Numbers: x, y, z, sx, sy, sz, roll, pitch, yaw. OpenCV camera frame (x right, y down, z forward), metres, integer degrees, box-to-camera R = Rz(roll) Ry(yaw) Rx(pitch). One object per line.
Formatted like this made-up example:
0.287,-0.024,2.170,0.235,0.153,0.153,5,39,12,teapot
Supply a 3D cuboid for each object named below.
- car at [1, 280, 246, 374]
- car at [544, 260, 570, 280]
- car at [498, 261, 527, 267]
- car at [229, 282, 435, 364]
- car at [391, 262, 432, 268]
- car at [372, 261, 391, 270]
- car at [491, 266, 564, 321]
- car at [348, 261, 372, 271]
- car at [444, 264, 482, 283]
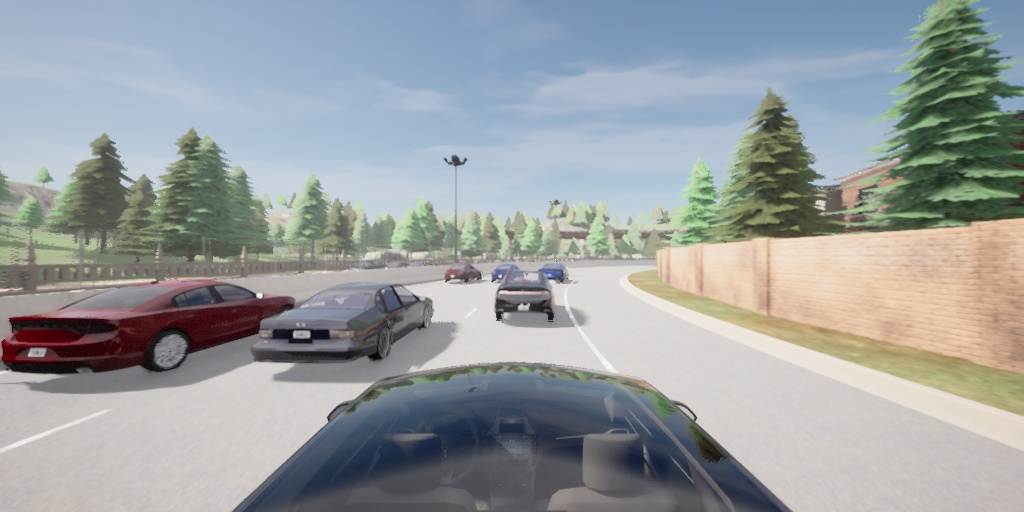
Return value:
-6.785,1.242,7.662,1.882,1.535,5.008,0,0,2,car
3.461,1.297,29.140,1.882,1.535,5.008,0,0,15,car
-0.282,1.344,28.716,1.812,1.442,4.674,0,0,14,car
-3.292,1.314,8.275,2.033,1.411,5.357,0,0,2,car
-9.343,1.383,36.006,2.033,1.411,5.357,0,0,18,car
-12.291,1.367,38.080,1.812,1.442,4.674,0,0,18,car
0.509,1.269,12.538,2.128,1.511,4.902,0,0,4,car
-15.639,1.336,39.042,2.128,1.511,4.902,0,0,18,car
-3.859,1.344,28.833,1.812,1.442,4.674,0,0,14,car
